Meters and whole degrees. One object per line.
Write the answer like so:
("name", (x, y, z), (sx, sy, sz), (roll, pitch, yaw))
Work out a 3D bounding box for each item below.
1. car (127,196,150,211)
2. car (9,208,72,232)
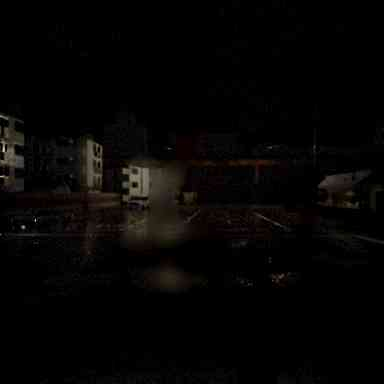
("car", (-7.602, 1.592, 47.892), (2.150, 2.045, 5.566), (0, 0, 5))
("car", (-9.664, 1.765, 21.623), (1.895, 1.301, 4.718), (0, 0, 5))
